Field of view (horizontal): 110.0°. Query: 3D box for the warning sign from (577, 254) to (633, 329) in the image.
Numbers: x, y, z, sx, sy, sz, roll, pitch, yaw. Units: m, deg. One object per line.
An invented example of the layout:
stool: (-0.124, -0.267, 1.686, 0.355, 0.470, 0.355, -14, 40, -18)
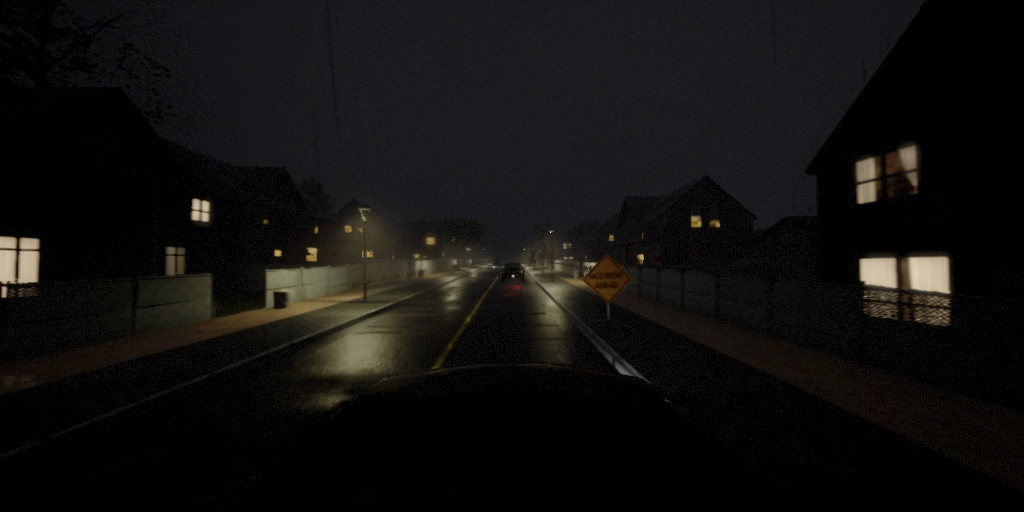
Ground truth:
warning sign: (2.514, 0.871, 9.321, 1.300, 1.860, 1.060, 0, 0, 0)

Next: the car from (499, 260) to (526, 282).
car: (0.085, 1.289, 29.758, 1.837, 1.490, 4.892, 0, 0, 0)
